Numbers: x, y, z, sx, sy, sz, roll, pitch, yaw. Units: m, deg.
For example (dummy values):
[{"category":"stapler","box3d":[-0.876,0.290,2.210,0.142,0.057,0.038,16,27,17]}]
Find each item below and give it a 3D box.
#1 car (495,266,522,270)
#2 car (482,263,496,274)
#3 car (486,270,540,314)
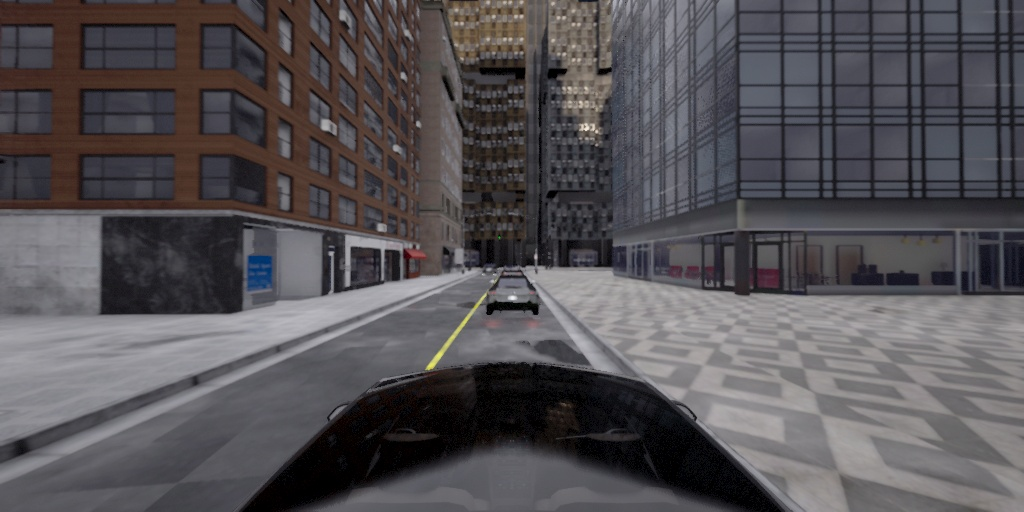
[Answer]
[{"category":"car","box3d":[0.032,1.516,29.235,2.128,1.511,4.902,0,-1,1]},{"category":"car","box3d":[-3.058,1.734,50.041,2.128,1.511,4.902,0,-1,1]},{"category":"car","box3d":[0.041,1.439,14.418,1.994,1.385,4.181,0,0,1]}]
